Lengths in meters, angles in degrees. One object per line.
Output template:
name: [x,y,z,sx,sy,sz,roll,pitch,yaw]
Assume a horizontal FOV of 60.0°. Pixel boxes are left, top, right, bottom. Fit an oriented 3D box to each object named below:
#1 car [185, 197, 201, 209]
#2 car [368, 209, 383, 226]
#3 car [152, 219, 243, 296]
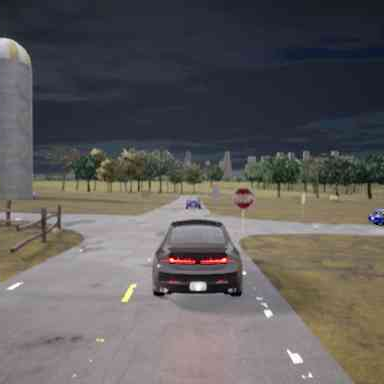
car: [0.185,1.434,43.999,1.812,1.442,4.674,0,0,0]
car: [16.264,1.712,24.790,5.566,2.045,2.150,2,1,0]
car: [0.116,1.440,8.424,1.837,1.490,4.892,0,0,0]
